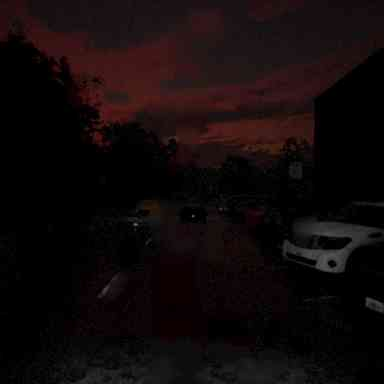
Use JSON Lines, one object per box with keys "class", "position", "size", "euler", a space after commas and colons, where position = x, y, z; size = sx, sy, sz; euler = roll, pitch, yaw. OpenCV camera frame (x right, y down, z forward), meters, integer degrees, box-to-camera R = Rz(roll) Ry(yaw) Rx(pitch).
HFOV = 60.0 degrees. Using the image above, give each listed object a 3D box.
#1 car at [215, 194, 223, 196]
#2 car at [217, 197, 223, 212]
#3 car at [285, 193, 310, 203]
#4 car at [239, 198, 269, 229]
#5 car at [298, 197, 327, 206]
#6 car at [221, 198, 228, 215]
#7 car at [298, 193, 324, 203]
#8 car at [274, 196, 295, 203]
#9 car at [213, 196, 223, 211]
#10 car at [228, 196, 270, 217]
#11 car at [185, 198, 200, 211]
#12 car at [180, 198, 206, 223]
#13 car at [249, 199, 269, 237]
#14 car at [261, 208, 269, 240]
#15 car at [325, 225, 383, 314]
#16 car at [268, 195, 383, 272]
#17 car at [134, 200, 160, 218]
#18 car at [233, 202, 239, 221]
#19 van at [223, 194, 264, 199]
{"class": "car", "position": [5.356, 1.300, 42.456], "size": [5.566, 2.045, 2.435], "euler": [1, 0, -20]}
{"class": "car", "position": [5.360, 1.571, 33.421], "size": [4.674, 1.452, 2.002], "euler": [1, 0, -20]}
{"class": "car", "position": [23.903, 1.388, 75.613], "size": [2.435, 2.045, 5.566], "euler": [0, -1, -21]}
{"class": "car", "position": [5.325, 1.375, 18.399], "size": [4.553, 1.767, 2.185], "euler": [1, 0, -20]}
{"class": "car", "position": [21.218, 1.625, 58.582], "size": [2.163, 1.488, 4.792], "euler": [0, 1, -22]}
{"class": "car", "position": [5.353, 1.518, 27.419], "size": [5.008, 1.535, 2.097], "euler": [1, 0, -20]}
{"class": "car", "position": [26.964, 1.389, 75.654], "size": [2.435, 2.045, 5.566], "euler": [1, -1, -22]}
{"class": "car", "position": [20.880, 1.667, 75.527], "size": [2.163, 1.488, 4.792], "euler": [0, -1, -21]}
{"class": "car", "position": [5.174, 1.532, 36.362], "size": [5.366, 1.575, 1.946], "euler": [1, 0, -20]}
{"class": "car", "position": [5.394, 1.387, 24.416], "size": [4.553, 1.767, 2.185], "euler": [1, 0, -20]}
{"class": "car", "position": [0.047, 1.572, 42.902], "size": [1.837, 1.490, 4.892], "euler": [0, 0, 0]}
{"class": "car", "position": [0.087, 1.506, 25.454], "size": [1.882, 1.535, 5.008], "euler": [0, 0, 0]}
{"class": "car", "position": [5.321, 1.370, 15.397], "size": [4.553, 1.767, 2.185], "euler": [1, 0, -20]}
{"class": "car", "position": [5.322, 1.522, 12.383], "size": [4.792, 1.488, 2.163], "euler": [1, 0, -20]}
{"class": "car", "position": [5.309, 1.517, 6.382], "size": [4.792, 1.488, 2.163], "euler": [1, 0, -20]}
{"class": "car", "position": [5.320, 1.237, 9.383], "size": [5.566, 2.045, 2.435], "euler": [1, 0, -20]}
{"class": "car", "position": [-4.161, 1.519, 31.184], "size": [1.882, 1.535, 5.008], "euler": [0, 0, 0]}
{"class": "car", "position": [5.360, 1.546, 21.407], "size": [4.674, 1.452, 2.002], "euler": [1, 0, -20]}
{"class": "van", "position": [5.470, 1.301, 30.464], "size": [4.442, 1.987, 1.878], "euler": [1, 0, -20]}
